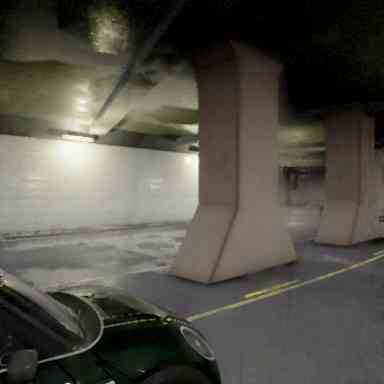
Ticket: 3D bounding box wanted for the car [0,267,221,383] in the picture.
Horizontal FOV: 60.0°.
[{"bbox_3d":[-1.940,1.367,2.581,4.553,1.767,2.097,0,0,-35],"label":"car"}]
